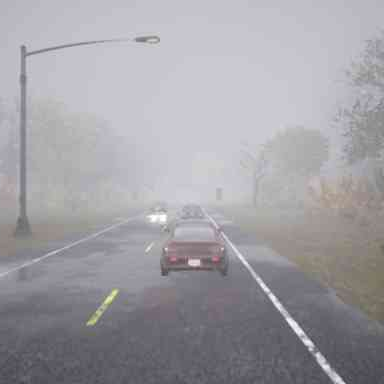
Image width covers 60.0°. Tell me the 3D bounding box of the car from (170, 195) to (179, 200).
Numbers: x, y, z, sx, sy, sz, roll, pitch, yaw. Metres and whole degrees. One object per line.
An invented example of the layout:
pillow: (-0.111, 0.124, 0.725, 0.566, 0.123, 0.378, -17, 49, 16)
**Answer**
car: (-4.142, 1.389, 79.143, 2.097, 1.767, 4.553, 0, 0, -1)

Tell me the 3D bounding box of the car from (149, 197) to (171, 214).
car: (-3.751, 1.695, 38.309, 2.128, 1.511, 4.902, 0, 0, 0)

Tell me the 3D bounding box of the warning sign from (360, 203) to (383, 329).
warning sign: (3.566, 1.143, 5.204, 1.300, 1.860, 1.060, 1, 1, 0)

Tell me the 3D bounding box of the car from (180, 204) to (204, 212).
car: (0.007, 1.689, 27.001, 2.033, 1.411, 5.357, 0, 0, 0)

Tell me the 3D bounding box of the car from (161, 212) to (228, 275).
car: (0.064, 1.581, 10.532, 1.812, 1.442, 4.674, 0, 0, 0)
